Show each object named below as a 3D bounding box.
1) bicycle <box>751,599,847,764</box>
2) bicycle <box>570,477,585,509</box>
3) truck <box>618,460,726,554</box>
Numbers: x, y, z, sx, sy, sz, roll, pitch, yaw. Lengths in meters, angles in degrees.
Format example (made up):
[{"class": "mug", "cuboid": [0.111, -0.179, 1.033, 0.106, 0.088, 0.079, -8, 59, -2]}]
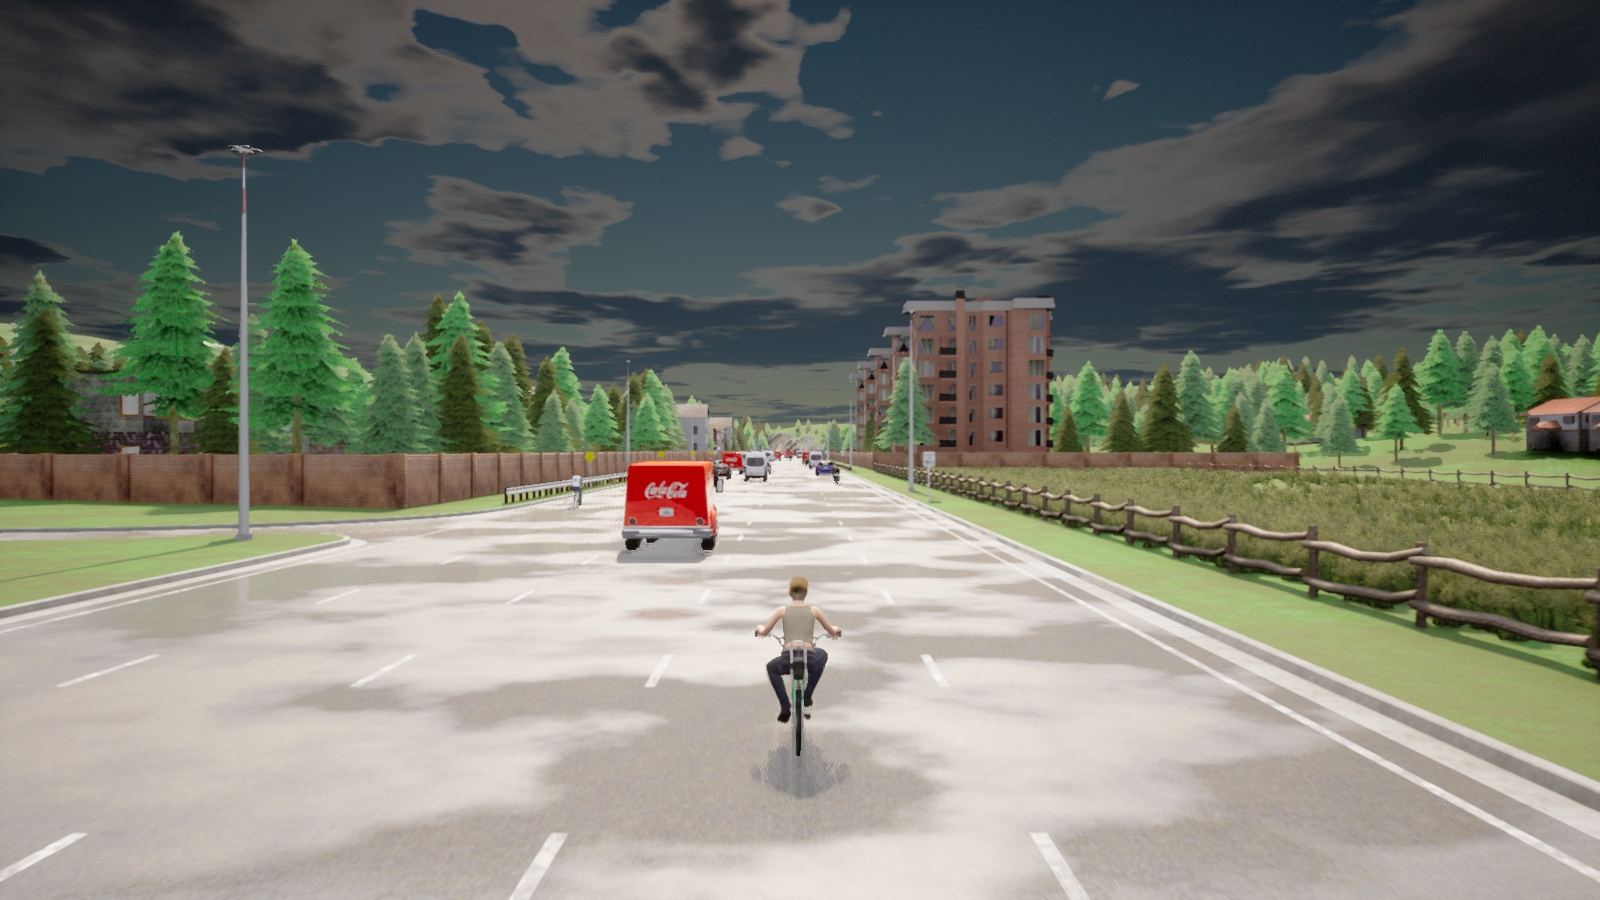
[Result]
[{"class": "bicycle", "cuboid": [-0.016, 2.158, 10.932, 0.859, 1.276, 1.487, 0, 0, -1]}, {"class": "bicycle", "cuboid": [-10.779, 2.057, 55.416, 0.373, 1.496, 1.643, 0, 0, 0]}, {"class": "truck", "cuboid": [-3.634, 1.571, 33.505, 2.627, 2.467, 5.204, 0, 0, 0]}]
